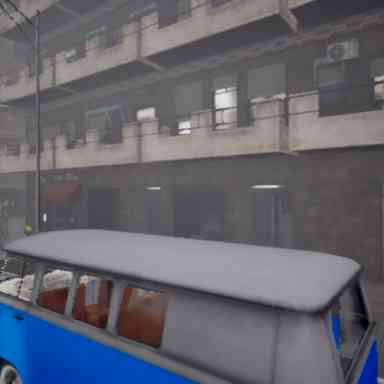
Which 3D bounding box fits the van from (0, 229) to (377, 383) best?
[{"bbox_3d":[-0.422,1.341,3.179,3.998,1.788,1.690,0,0,35],"label":"van"}]
